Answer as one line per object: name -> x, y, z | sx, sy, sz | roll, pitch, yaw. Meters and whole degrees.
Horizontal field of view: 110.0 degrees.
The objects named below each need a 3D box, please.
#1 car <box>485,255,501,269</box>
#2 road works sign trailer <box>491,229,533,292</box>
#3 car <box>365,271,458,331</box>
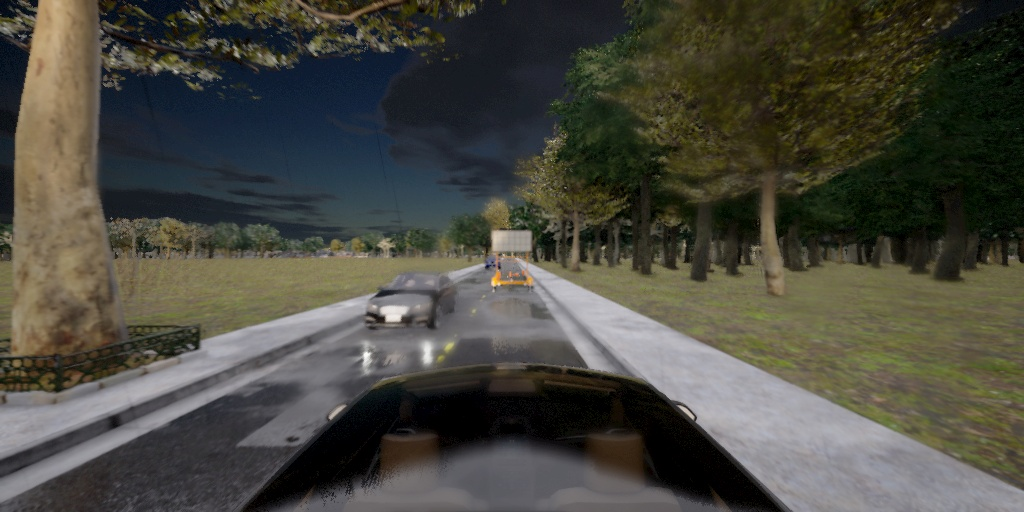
car -> -2.792, 0.909, 53.918 | 2.150, 2.045, 5.566 | 0, 0, 1
road works sign trailer -> 0.006, 0.192, 21.006 | 2.380, 3.560, 2.880 | 0, 0, 0
car -> -2.847, 1.231, 11.069 | 2.128, 1.511, 4.902 | 0, 0, 0
